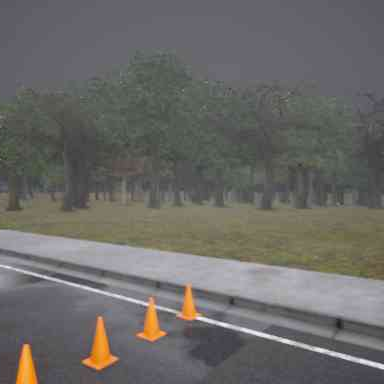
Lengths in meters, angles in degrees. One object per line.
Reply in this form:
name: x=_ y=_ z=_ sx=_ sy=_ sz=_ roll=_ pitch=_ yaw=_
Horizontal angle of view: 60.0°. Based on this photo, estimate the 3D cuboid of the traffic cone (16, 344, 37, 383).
traffic cone: x=-1.809 y=1.962 z=3.629 sx=0.340 sy=0.580 sz=0.340 roll=0 pitch=0 yaw=36

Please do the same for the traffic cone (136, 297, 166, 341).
traffic cone: x=-0.647 y=1.964 z=5.257 sx=0.340 sy=0.580 sz=0.340 roll=0 pitch=0 yaw=36

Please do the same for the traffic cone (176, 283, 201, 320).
traffic cone: x=-0.066 y=1.965 z=6.071 sx=0.340 sy=0.580 sz=0.340 roll=0 pitch=0 yaw=36

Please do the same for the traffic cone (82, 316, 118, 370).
traffic cone: x=-1.228 y=1.963 z=4.443 sx=0.340 sy=0.580 sz=0.340 roll=0 pitch=0 yaw=36
